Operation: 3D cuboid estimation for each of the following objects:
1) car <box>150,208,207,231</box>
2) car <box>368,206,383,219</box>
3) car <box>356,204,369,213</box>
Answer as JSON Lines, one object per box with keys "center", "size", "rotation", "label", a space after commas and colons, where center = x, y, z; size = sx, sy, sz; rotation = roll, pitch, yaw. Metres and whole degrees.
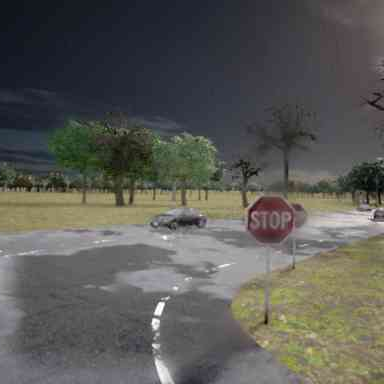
{"center": [-0.816, 1.820, 23.064], "size": [1.812, 1.442, 4.674], "rotation": [2, 0, 40], "label": "car"}
{"center": [24.665, 2.785, 42.656], "size": [2.128, 1.511, 4.902], "rotation": [3, 0, 39], "label": "car"}
{"center": [32.548, 3.069, 62.945], "size": [1.812, 1.442, 4.674], "rotation": [2, 0, 40], "label": "car"}
